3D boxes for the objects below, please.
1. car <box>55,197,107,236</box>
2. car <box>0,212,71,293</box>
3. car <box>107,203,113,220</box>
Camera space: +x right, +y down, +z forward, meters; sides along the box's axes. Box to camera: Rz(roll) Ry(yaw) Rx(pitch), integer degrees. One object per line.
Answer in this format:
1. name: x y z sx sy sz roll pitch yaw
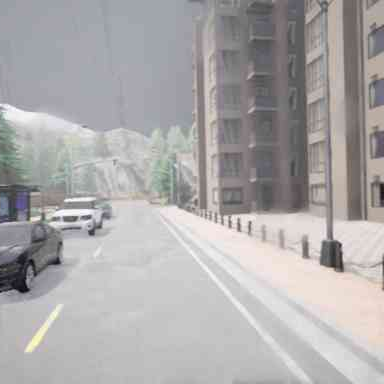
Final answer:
1. car: -6.629 1.373 19.699 2.150 2.045 5.566 -1 0 -9
2. car: -4.960 1.595 9.245 1.882 1.535 5.008 -1 0 -9
3. car: -8.342 1.734 30.642 2.033 1.411 5.357 -1 0 -9
